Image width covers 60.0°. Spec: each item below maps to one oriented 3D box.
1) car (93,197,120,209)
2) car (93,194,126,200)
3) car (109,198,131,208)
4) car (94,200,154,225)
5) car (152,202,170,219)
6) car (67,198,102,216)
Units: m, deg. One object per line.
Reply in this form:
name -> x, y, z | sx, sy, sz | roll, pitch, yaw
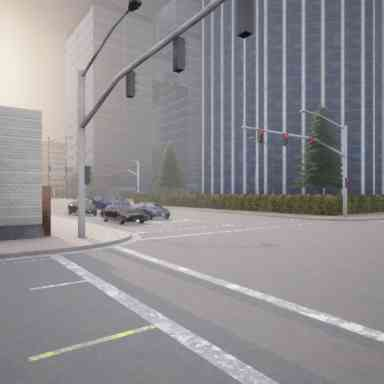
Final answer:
car -> -12.203, 1.547, 47.167 | 2.128, 1.511, 4.902 | 0, 0, -36
car -> -9.374, 1.277, 36.917 | 2.150, 2.045, 5.566 | 0, 0, -36
car -> -11.274, 1.619, 51.872 | 1.994, 1.385, 4.181 | 0, 0, -36
car -> -5.305, 1.603, 25.232 | 2.033, 1.411, 5.357 | 0, 0, -36
car -> -3.711, 1.581, 29.045 | 1.812, 1.442, 4.674 | 0, 0, -36
car -> -10.975, 1.560, 33.141 | 1.837, 1.490, 4.892 | 0, 0, -36
